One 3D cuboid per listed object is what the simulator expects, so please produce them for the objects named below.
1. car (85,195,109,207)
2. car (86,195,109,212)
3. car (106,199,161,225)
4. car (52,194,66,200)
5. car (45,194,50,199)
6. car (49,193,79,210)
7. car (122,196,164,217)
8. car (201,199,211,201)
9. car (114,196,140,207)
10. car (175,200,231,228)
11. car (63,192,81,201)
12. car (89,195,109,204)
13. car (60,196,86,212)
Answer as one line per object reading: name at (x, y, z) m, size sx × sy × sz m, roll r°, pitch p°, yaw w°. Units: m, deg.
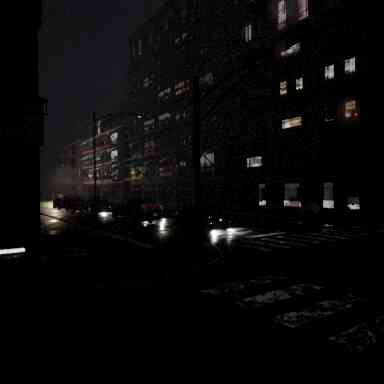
car at (-13.821, 1.266, 48.271) m, size 1.837 × 1.490 × 4.892 m, roll -1°, pitch 1°, yaw -34°
car at (-9.873, 1.425, 36.994) m, size 1.994 × 1.385 × 4.181 m, roll -1°, pitch 1°, yaw -35°
car at (-4.373, 1.509, 24.201) m, size 1.887 × 1.381 × 4.507 m, roll -1°, pitch 1°, yaw -35°
car at (-31.479, 1.124, 78.592) m, size 2.008 × 1.369 × 4.403 m, roll -1°, pitch 1°, yaw -35°
car at (-34.797, 1.075, 83.413) m, size 1.752 × 1.417 × 4.829 m, roll -1°, pitch 1°, yaw -35°
car at (-15.829, 1.312, 41.072) m, size 1.967 × 1.590 × 4.097 m, roll -1°, pitch 1°, yaw -35°
car at (-4.277, 1.257, 28.848) m, size 2.097 × 1.767 × 4.553 m, roll -1°, pitch 1°, yaw -35°
car at (0.820, 1.359, 31.844) m, size 1.887 × 1.381 × 4.507 m, roll -1°, pitch 1°, yaw -35°
car at (-9.025, 1.266, 45.964) m, size 1.752 × 1.417 × 4.829 m, roll -1°, pitch 1°, yaw -35°
car at (0.618, 1.507, 21.743) m, size 1.994 × 1.385 × 4.181 m, roll -1°, pitch 1°, yaw -34°
car at (-25.038, 0.935, 69.227) m, size 2.192 × 1.841 × 5.009 m, roll -1°, pitch 1°, yaw -35°
car at (-15.468, 1.216, 55.326) m, size 1.752 × 1.417 × 4.829 m, roll -1°, pitch 1°, yaw -35°
car at (-12.607, 1.448, 36.392) m, size 2.008 × 1.369 × 4.403 m, roll -1°, pitch 1°, yaw -35°
